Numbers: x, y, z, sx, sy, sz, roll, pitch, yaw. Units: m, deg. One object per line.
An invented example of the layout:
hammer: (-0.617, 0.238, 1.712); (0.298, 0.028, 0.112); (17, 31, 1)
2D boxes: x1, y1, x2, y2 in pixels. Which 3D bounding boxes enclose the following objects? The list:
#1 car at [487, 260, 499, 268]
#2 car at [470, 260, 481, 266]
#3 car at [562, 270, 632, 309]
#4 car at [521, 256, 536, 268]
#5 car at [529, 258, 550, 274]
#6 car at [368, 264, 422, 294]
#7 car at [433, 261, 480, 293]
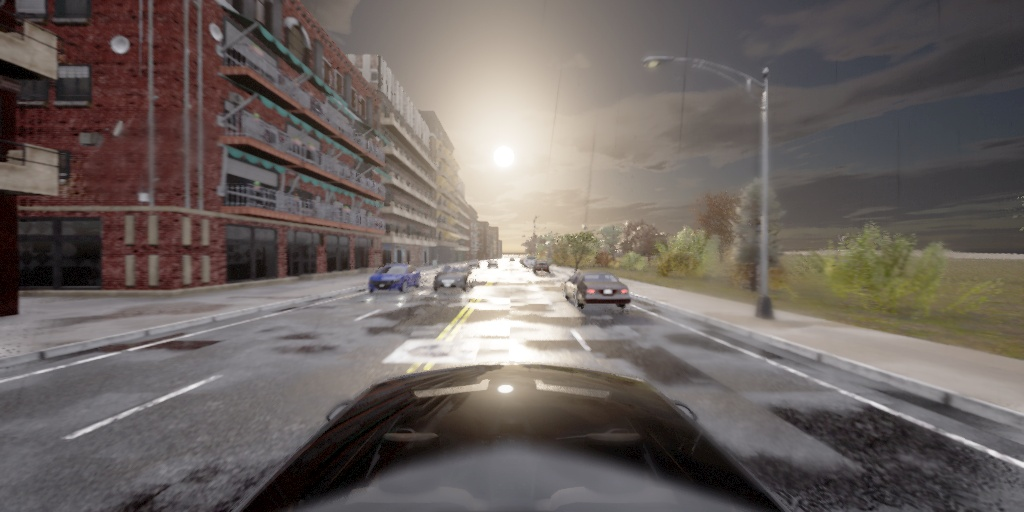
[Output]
car: (-3.265, 1.328, 62.312); (2.033, 1.411, 5.357); (0, 0, 0)
car: (-6.515, 1.328, 62.312); (2.033, 1.411, 5.357); (0, 0, 0)
car: (3.347, 1.299, 15.023); (2.033, 1.411, 5.357); (0, 0, 0)
car: (3.244, 0.998, 62.375); (2.150, 2.045, 5.566); (0, 0, 0)
car: (3.345, 1.267, 42.177); (1.837, 1.490, 4.892); (0, -1, 0)
car: (-6.596, 1.232, 20.687); (1.882, 1.535, 5.008); (0, 0, 0)
car: (-3.345, 1.247, 21.144); (2.128, 1.511, 4.902); (0, 0, 0)
